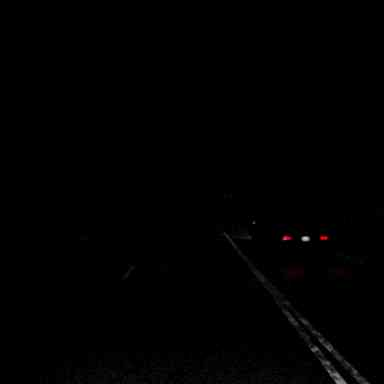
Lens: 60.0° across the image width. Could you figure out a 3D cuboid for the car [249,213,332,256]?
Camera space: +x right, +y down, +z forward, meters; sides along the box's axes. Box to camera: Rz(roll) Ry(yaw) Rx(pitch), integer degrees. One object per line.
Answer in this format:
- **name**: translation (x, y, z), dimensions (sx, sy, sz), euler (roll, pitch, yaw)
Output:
- **car**: translation (3.556, 1.519, 12.992), dimensions (2.033, 1.411, 5.357), euler (0, 0, -1)
